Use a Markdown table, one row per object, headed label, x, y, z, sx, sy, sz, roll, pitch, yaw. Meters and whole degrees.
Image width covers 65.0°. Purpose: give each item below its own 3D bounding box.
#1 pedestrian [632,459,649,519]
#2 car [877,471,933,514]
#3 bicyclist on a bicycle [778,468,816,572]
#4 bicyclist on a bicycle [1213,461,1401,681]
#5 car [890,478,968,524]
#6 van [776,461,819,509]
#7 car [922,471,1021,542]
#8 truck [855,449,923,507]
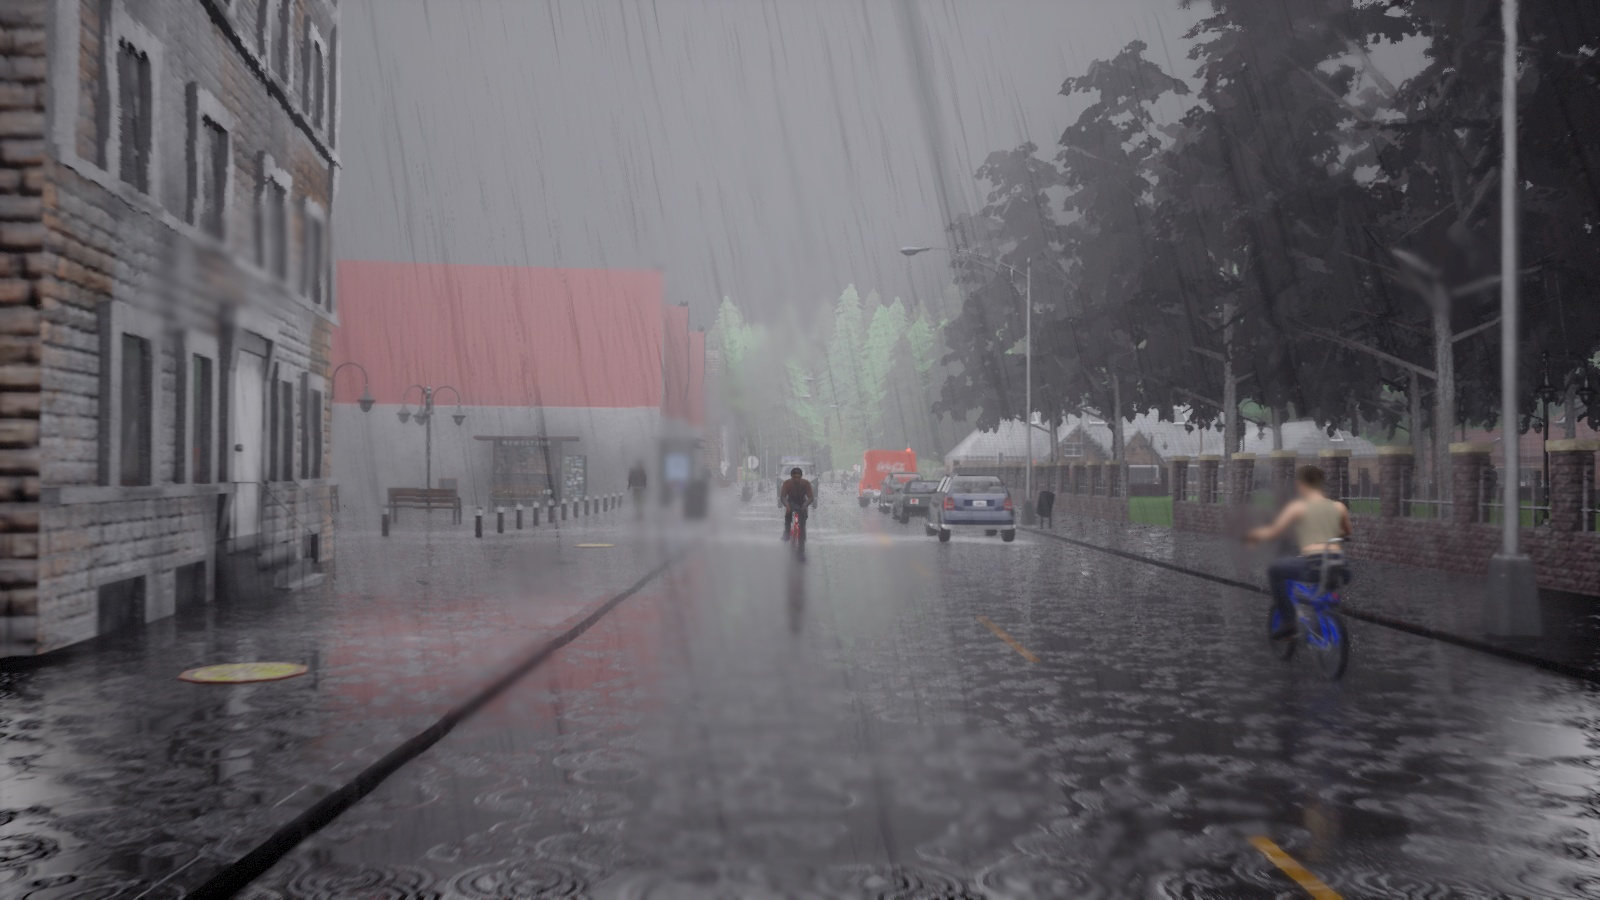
| label | x | y | z | sx | sy | sz | roll | pitch | yaw |
| --- | --- | --- | --- | --- | --- | --- | --- | --- | --- |
| pedestrian | -4.875 | 1.186 | 38.379 | 0.431 | 1.840 | 0.703 | 0 | -1 | -1 |
| car | 3.916 | 1.571 | 47.414 | 1.789 | 1.549 | 3.705 | 0 | -1 | 0 |
| bicyclist on a bicycle | -0.050 | 1.111 | 20.514 | 0.582 | 1.620 | 1.656 | 0 | -1 | 0 |
| bicyclist on a bicycle | 3.970 | 0.902 | 9.976 | 0.866 | 1.612 | 1.509 | 0 | -1 | 0 |
| car | 3.924 | 1.550 | 38.890 | 1.895 | 1.301 | 4.718 | 0 | -1 | 0 |
| van | -0.093 | 1.475 | 54.184 | 1.775 | 1.987 | 4.442 | 0 | -1 | 0 |
| car | 3.933 | 1.269 | 29.330 | 1.789 | 1.549 | 3.705 | 0 | -1 | 0 |
| truck | 3.905 | 1.253 | 56.180 | 2.627 | 2.467 | 5.204 | 0 | -1 | 0 |
